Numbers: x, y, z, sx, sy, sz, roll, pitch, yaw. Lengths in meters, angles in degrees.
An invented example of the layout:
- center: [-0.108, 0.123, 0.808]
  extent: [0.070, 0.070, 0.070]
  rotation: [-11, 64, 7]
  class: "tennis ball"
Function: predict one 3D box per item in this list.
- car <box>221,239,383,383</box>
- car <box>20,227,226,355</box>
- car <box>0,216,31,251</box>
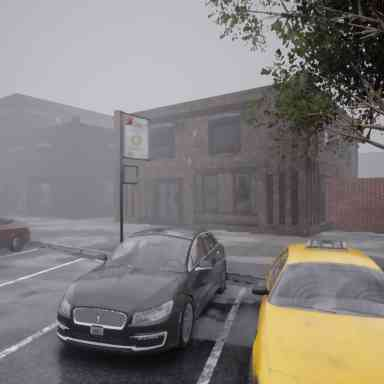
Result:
- center: [1.863, 1.480, 4.543]
  extent: [1.946, 1.575, 5.366]
  rotation: [1, -1, 16]
  class: "car"
- center: [-0.523, 1.487, 6.474]
  extent: [2.231, 1.521, 4.892]
  rotation: [1, -1, 16]
  class: "car"
- center: [-7.839, 1.528, 11.717]
  extent: [2.002, 1.452, 4.674]
  rotation: [1, -1, 16]
  class: "car"
